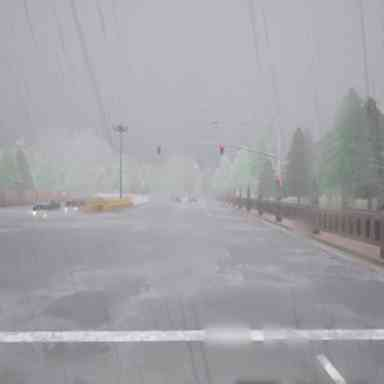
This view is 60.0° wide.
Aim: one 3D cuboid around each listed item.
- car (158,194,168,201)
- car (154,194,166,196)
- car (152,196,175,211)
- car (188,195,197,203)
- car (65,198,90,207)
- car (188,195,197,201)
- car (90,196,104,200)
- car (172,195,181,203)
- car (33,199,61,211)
[{"bbox_3d":[-6.885,1.285,78.523,1.837,1.490,4.892,0,0,0],"label":"car"},{"bbox_3d":[-6.900,1.311,68.490,2.097,1.767,4.553,0,0,0],"label":"car"},{"bbox_3d":[-3.355,1.502,39.798,1.812,1.442,4.674,0,0,0],"label":"car"},{"bbox_3d":[0.099,1.506,68.093,2.033,1.411,5.357,0,0,0],"label":"car"},{"bbox_3d":[-17.500,1.571,50.411,1.895,1.301,4.718,0,0,0],"label":"car"},{"bbox_3d":[0.115,1.325,78.513,2.033,1.411,5.357,0,0,0],"label":"car"},{"bbox_3d":[-17.448,1.511,60.812,2.033,1.411,5.357,0,0,1],"label":"car"},{"bbox_3d":[-3.397,1.310,68.731,2.097,1.767,4.553,0,0,0],"label":"car"},{"bbox_3d":[-17.523,1.540,40.308,1.994,1.385,4.181,0,0,0],"label":"car"}]
